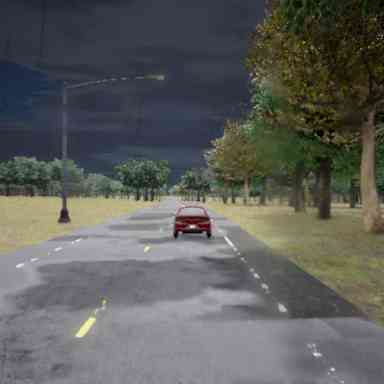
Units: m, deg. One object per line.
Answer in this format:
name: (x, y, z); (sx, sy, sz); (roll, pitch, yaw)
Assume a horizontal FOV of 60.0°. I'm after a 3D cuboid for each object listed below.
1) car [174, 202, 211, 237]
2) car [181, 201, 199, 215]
car: (0.006, 1.508, 18.328); (1.882, 1.535, 5.008); (0, 0, 0)
car: (-0.254, 1.739, 37.344); (1.895, 1.301, 4.718); (0, 0, -1)
